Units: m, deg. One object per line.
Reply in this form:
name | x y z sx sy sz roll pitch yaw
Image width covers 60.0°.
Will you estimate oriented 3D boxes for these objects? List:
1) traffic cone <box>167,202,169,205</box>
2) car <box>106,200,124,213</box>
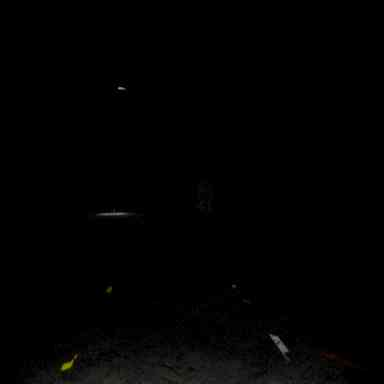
traffic cone | -5.914 2.839 83.236 0.340 0.580 0.340 -1 -2 30
car | -9.255 1.722 40.065 2.033 1.411 5.357 0 0 -10
